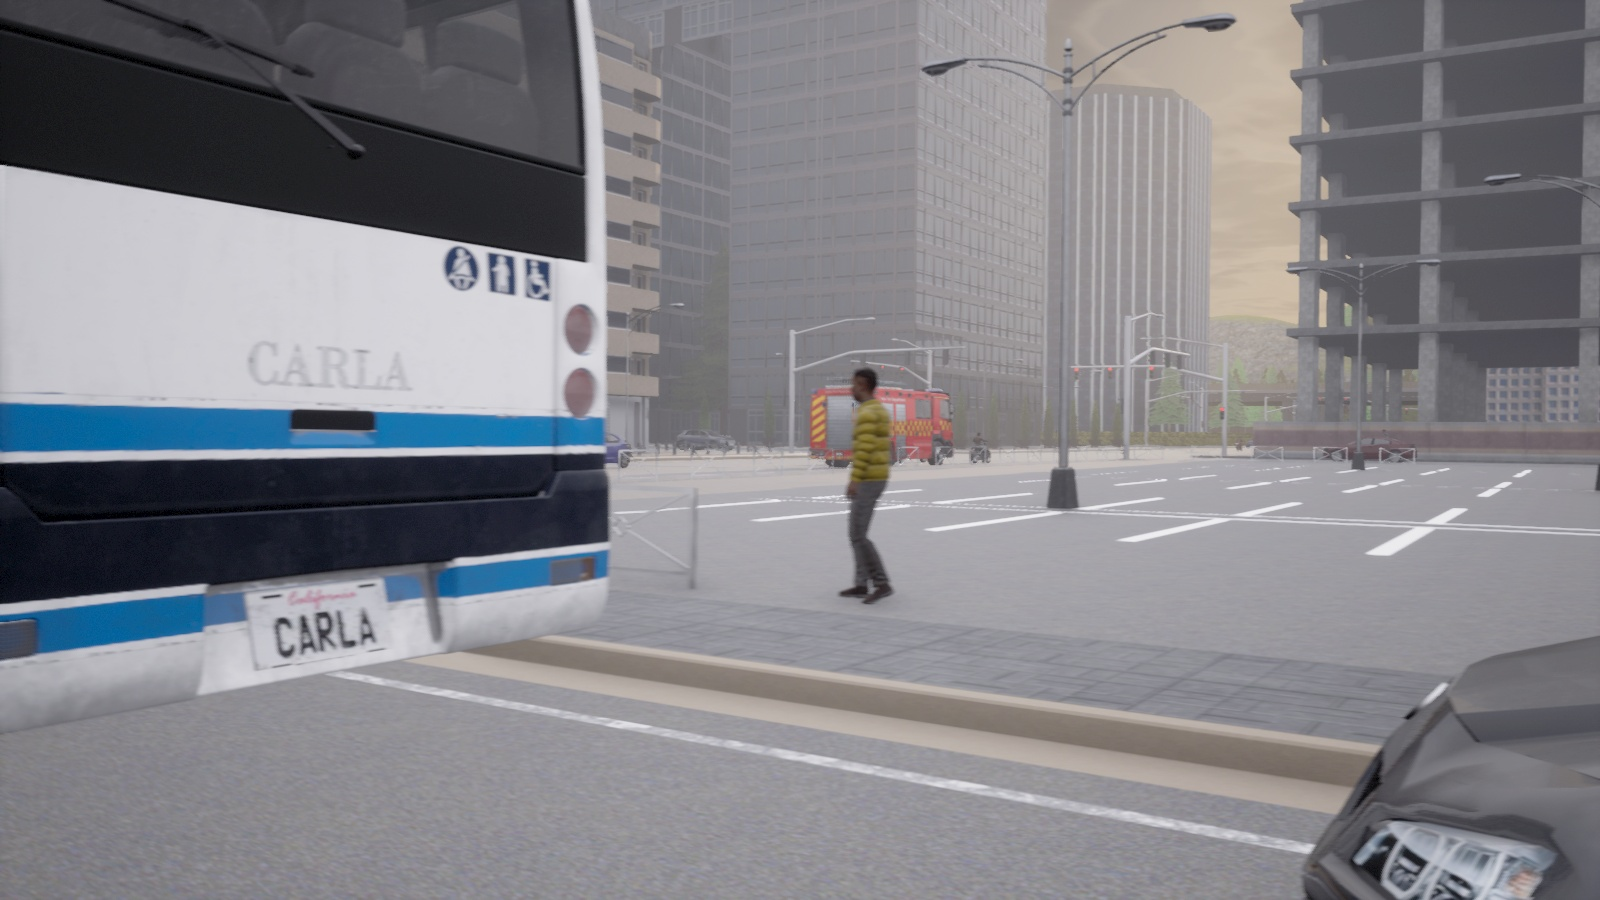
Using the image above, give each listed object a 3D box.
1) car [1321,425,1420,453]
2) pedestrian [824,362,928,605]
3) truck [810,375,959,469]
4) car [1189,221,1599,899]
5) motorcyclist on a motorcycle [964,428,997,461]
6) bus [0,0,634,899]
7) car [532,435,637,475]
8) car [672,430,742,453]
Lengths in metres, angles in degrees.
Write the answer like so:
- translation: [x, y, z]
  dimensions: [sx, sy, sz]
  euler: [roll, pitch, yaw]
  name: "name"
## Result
- translation: [32.873, -0.633, 72.439]
  dimensions: [5.008, 1.535, 1.882]
  euler: [0, 1, 32]
  name: "car"
- translation: [0.602, 0.250, 9.825]
  dimensions: [0.709, 1.840, 0.431]
  euler: [0, 1, 18]
  name: "pedestrian"
- translation: [3.904, -1.226, 55.472]
  dimensions: [2.891, 3.827, 8.468]
  euler: [0, 1, 32]
  name: "truck"
- translation: [3.129, 0.526, 1.542]
  dimensions: [4.611, 1.667, 2.242]
  euler: [0, 1, 34]
  name: "car"
- translation: [9.212, -0.275, 63.990]
  dimensions: [0.766, 1.649, 2.350]
  euler: [0, 1, 32]
  name: "motorcyclist on a motorcycle"
- translation: [-6.263, -0.694, 7.739]
  dimensions: [10.273, 4.253, 3.944]
  euler: [0, 1, 33]
  name: "bus"
- translation: [-8.375, 0.151, 49.115]
  dimensions: [1.816, 1.474, 4.193]
  euler: [0, 1, 28]
  name: "car"
- translation: [-6.893, -0.594, 92.539]
  dimensions: [4.856, 1.649, 2.033]
  euler: [0, 1, 32]
  name: "car"
